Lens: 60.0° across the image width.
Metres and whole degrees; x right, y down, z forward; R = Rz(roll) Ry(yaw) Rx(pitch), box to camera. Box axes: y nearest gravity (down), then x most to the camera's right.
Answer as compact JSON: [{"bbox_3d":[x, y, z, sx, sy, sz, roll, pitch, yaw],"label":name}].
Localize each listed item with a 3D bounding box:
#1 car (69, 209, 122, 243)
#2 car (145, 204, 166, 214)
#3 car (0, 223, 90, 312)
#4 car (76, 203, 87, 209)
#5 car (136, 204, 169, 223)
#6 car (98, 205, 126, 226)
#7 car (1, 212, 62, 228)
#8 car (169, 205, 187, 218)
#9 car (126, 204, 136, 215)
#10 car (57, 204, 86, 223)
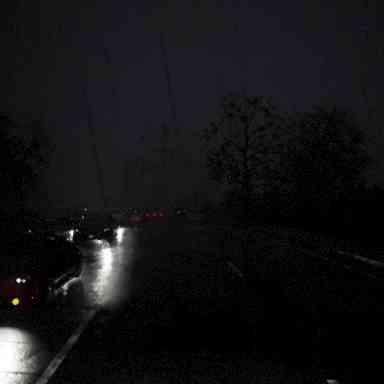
[{"bbox_3d":[-5.007,1.839,17.781,1.812,1.442,4.674,0,-1,-8],"label":"car"},{"bbox_3d":[-5.285,2.423,47.873,1.994,1.385,4.181,0,-1,-21],"label":"car"},{"bbox_3d":[-4.008,1.693,7.907,1.994,1.385,4.181,0,-1,-4],"label":"car"},{"bbox_3d":[-15.069,2.309,44.180,2.097,1.767,4.553,0,-1,-21],"label":"car"},{"bbox_3d":[-3.803,2.094,31.133,2.033,1.411,5.357,0,-1,-13],"label":"car"},{"bbox_3d":[-6.732,2.048,27.846,1.812,1.442,4.674,0,-1,-12],"label":"car"},{"bbox_3d":[-8.441,1.939,17.250,1.895,1.301,4.718,0,-1,-8],"label":"car"},{"bbox_3d":[-1.994,2.209,37.956,1.994,1.385,4.181,0,-1,-16],"label":"car"},{"bbox_3d":[-8.168,2.366,45.575,1.837,1.490,4.892,0,-1,-20],"label":"car"},{"bbox_3d":[-10.220,2.034,27.470,1.882,1.535,5.008,0,-1,-12],"label":"car"}]
